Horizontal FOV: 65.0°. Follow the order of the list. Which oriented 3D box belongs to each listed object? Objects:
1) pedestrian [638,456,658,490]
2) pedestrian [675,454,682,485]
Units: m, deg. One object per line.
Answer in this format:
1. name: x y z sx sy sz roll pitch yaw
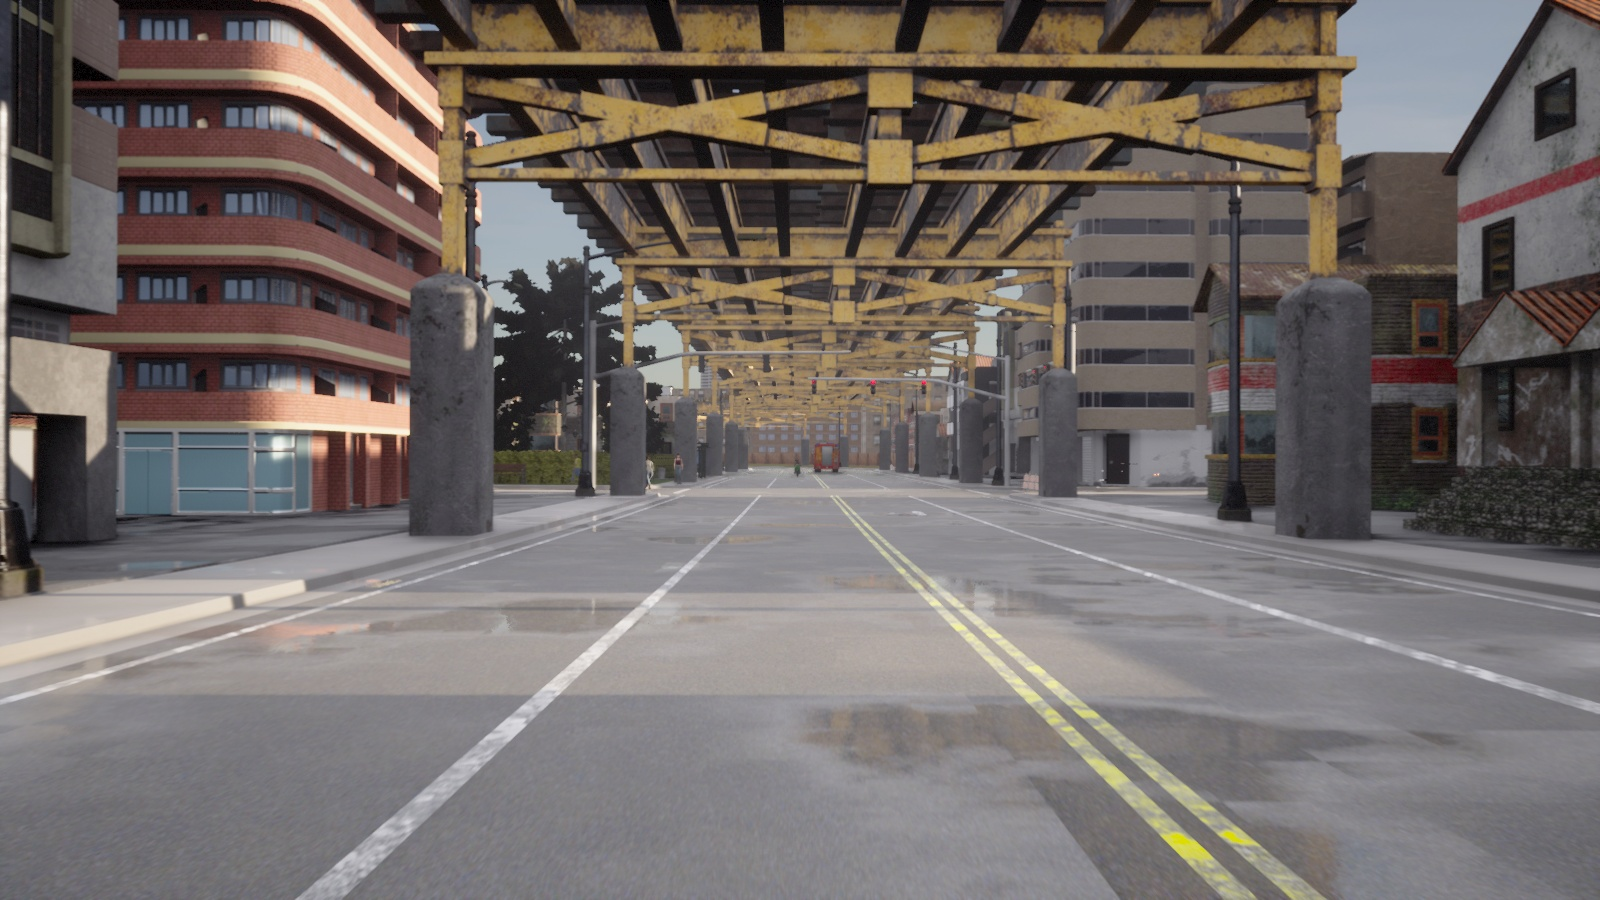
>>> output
1. pedestrian: -8.240 1.243 68.191 0.874 1.855 0.900 0 0 -22
2. pedestrian: -7.140 1.160 74.016 0.345 1.836 0.594 0 0 2
